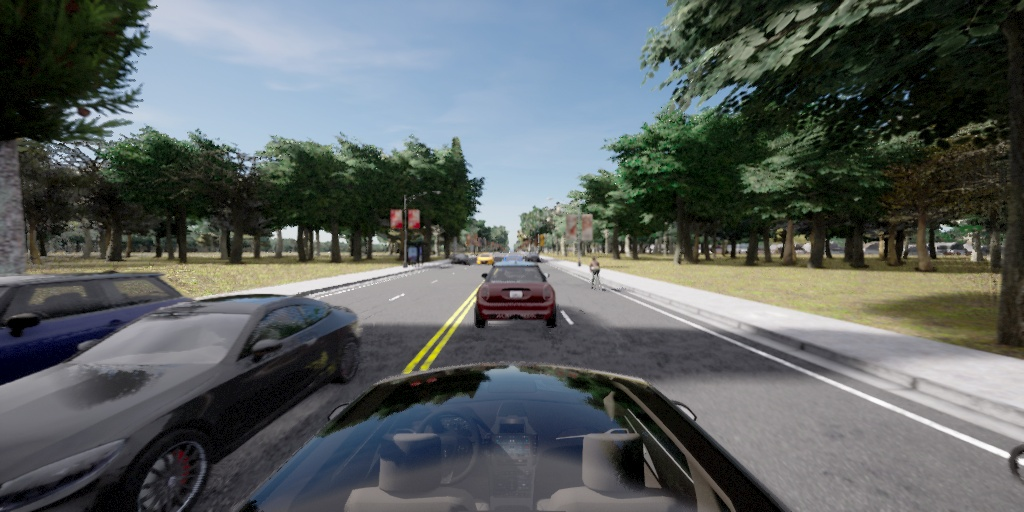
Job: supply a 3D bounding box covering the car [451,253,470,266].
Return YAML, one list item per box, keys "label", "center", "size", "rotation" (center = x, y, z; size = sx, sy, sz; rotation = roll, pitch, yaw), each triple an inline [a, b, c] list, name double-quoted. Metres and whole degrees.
- label: "car"
  center: [-6.576, 0.402, 45.939]
  size: [1.882, 1.535, 5.008]
  rotation: [0, 1, 0]

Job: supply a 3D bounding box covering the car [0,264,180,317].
- label: "car"
  center: [-6.600, 1.048, 4.565]
  size: [2.097, 1.767, 4.553]
  rotation: [0, 1, 0]

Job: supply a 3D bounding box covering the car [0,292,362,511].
- label: "car"
  center: [-3.350, 1.230, 4.151]
  size: [1.812, 1.442, 4.674]
  rotation: [0, 1, 0]

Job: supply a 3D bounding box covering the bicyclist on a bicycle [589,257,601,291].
- label: "bicyclist on a bicycle"
  center: [4.147, 0.900, 17.933]
  size: [0.582, 1.620, 1.656]
  rotation: [0, 1, 0]

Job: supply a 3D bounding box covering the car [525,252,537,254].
- label: "car"
  center: [3.374, 0.253, 56.667]
  size: [1.812, 1.442, 4.674]
  rotation: [0, 1, 0]

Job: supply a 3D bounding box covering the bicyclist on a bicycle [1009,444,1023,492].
- label: "bicyclist on a bicycle"
  center: [4.124, 1.177, 2.220]
  size: [0.866, 1.612, 1.509]
  rotation: [0, 1, 0]

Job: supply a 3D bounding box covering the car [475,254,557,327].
- label: "car"
  center: [0.102, 0.928, 10.978]
  size: [2.097, 1.767, 4.553]
  rotation: [0, 1, 0]

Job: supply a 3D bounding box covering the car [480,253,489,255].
- label: "car"
  center: [-3.326, 0.410, 45.518]
  size: [1.882, 1.535, 5.008]
  rotation: [0, 1, 0]
